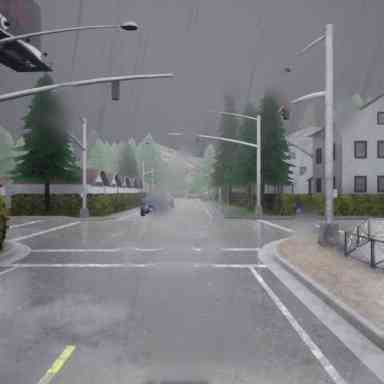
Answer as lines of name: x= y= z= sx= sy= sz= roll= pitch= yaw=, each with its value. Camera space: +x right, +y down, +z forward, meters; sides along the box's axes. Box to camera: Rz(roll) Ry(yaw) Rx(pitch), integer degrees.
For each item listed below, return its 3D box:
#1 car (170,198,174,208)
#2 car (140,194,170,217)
car: x=-3.569 y=1.525 z=47.279 sx=1.812 sy=1.442 sz=4.674 roll=0 pitch=0 yaw=0
car: x=-3.591 y=1.221 z=32.040 sx=2.150 sy=2.045 sz=5.566 roll=0 pitch=0 yaw=0
